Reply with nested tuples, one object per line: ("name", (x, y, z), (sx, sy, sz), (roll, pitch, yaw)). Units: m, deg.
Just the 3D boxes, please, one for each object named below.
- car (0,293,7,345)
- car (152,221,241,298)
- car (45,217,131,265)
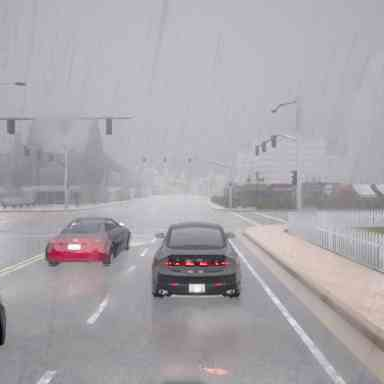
("car", (-3.408, 1.492, 2.546), (2.128, 1.511, 4.902), (0, 0, 0))
("car", (0.087, 1.506, 8.521), (1.837, 1.490, 4.892), (0, 0, 0))
("car", (-3.418, 1.564, 11.660), (1.994, 1.385, 4.181), (0, 0, 0))
